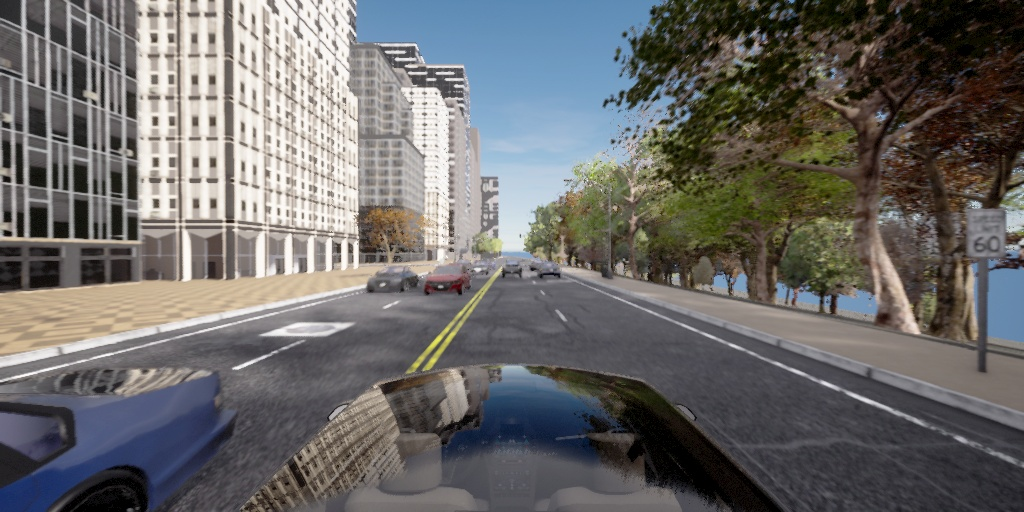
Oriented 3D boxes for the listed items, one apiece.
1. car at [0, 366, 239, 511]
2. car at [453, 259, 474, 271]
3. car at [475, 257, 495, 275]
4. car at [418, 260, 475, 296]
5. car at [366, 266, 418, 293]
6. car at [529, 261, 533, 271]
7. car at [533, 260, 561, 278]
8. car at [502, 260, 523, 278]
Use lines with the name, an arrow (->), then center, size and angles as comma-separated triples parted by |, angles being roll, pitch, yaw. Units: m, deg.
car -> -3.351, 1.302, 0.774 | 2.033, 1.411, 5.357 | 0, 0, 0
car -> -6.491, 1.182, 48.675 | 2.033, 1.411, 5.357 | 0, 0, 0
car -> -3.243, 1.188, 36.874 | 2.128, 1.511, 4.902 | 0, 0, 0
car -> -3.338, 1.180, 19.329 | 1.882, 1.535, 5.008 | 0, 0, 0
car -> -6.585, 1.266, 20.242 | 1.994, 1.385, 4.181 | 0, 0, 0
car -> 3.299, 1.196, 46.336 | 1.994, 1.385, 4.181 | 0, 0, 1
car -> 3.257, 1.214, 32.188 | 2.033, 1.411, 5.357 | 0, 0, 0
car -> 0.019, 1.157, 33.084 | 2.128, 1.511, 4.902 | 0, 0, 0
